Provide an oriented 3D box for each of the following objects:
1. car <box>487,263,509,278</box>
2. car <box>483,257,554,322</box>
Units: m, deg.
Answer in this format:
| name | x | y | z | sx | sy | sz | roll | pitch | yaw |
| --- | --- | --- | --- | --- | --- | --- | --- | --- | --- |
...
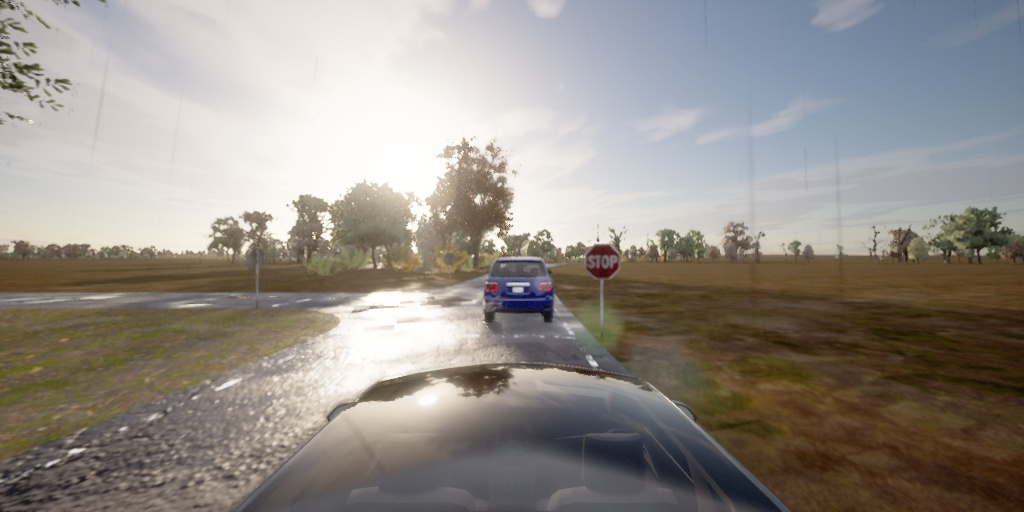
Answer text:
| name | x | y | z | sx | sy | sz | roll | pitch | yaw |
| --- | --- | --- | --- | --- | --- | --- | --- | --- | --- |
| car | -1.506 | 1.548 | 39.808 | 1.812 | 1.442 | 4.674 | 0 | 0 | 5 |
| car | 0.256 | 1.053 | 12.779 | 2.150 | 2.045 | 5.566 | 0 | 0 | 2 |
